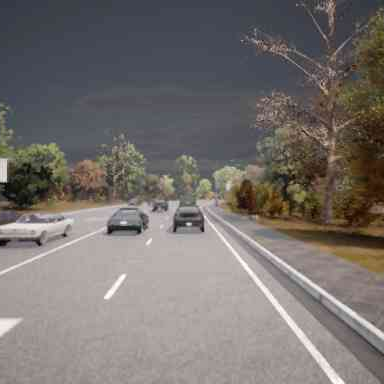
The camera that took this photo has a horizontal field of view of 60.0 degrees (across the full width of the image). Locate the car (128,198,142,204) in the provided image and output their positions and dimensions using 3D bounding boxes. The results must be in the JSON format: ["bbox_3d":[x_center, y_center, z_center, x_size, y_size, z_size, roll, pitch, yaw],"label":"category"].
[{"bbox_3d":[-10.489,1.883,61.406,1.837,1.490,4.892,0,0,5],"label":"car"}]

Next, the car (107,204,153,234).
[{"bbox_3d":[-3.698,1.625,19.803,1.994,1.385,4.181,0,0,-1],"label":"car"}]

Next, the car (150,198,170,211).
[{"bbox_3d":[-3.999,1.736,43.430,1.837,1.490,4.892,0,0,0],"label":"car"}]

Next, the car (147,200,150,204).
[{"bbox_3d":[-7.011,1.899,60.984,1.812,1.442,4.674,0,0,5],"label":"car"}]

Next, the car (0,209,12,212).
[{"bbox_3d":[-10.758,1.609,17.749,2.033,1.411,5.357,0,0,-1],"label":"car"}]

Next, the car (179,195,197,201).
[{"bbox_3d":[-0.503,1.449,43.592,2.150,2.045,5.566,0,-1,0],"label":"car"}]

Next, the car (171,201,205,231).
[{"bbox_3d":[-0.217,1.568,20.980,1.837,1.490,4.892,0,0,-1],"label":"car"}]

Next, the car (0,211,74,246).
[{"bbox_3d":[-7.219,1.649,15.660,1.895,1.301,4.718,0,0,-1],"label":"car"}]
